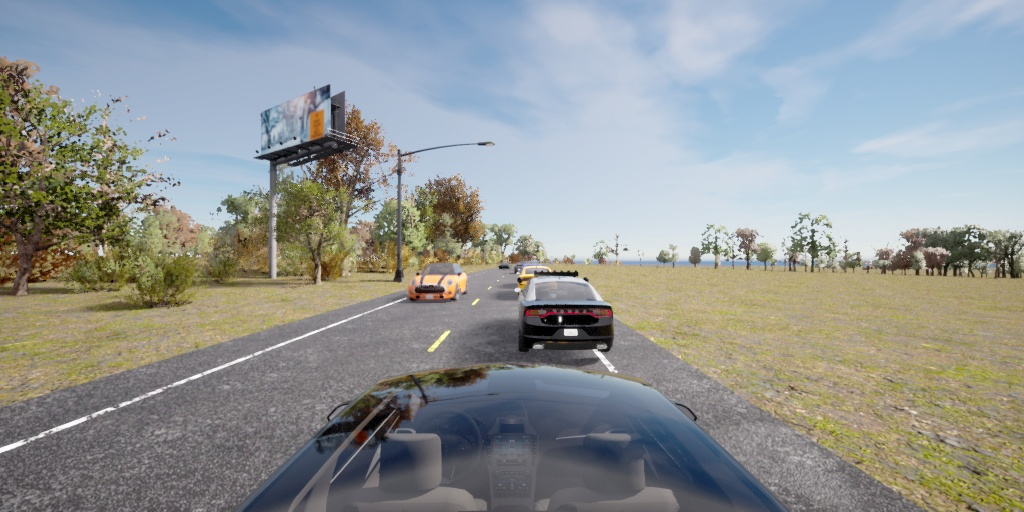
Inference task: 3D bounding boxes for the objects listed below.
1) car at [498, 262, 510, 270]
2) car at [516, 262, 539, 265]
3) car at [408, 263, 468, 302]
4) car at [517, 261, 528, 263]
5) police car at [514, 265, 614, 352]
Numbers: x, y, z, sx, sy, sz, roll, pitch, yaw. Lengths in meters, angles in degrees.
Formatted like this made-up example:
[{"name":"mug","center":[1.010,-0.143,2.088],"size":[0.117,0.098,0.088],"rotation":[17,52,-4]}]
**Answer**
[{"name":"car","center":[-1.204,1.702,60.700],"size":[1.895,1.301,4.718],"rotation":[0,-1,4]},{"name":"car","center":[1.259,1.266,18.924],"size":[1.882,1.535,5.008],"rotation":[0,0,1]},{"name":"car","center":[-3.403,1.134,17.251],"size":[2.097,1.767,4.553],"rotation":[0,0,1]},{"name":"car","center":[1.421,1.294,24.902],"size":[1.882,1.535,5.008],"rotation":[0,0,2]},{"name":"police car","center":[1.092,1.183,9.068],"size":[1.930,1.638,5.238],"rotation":[0,0,1]}]
